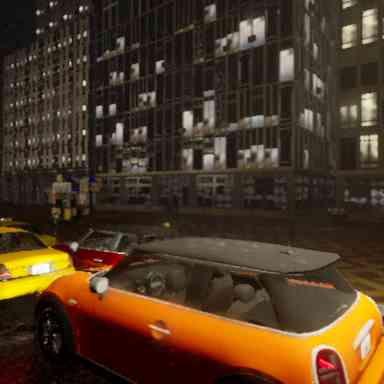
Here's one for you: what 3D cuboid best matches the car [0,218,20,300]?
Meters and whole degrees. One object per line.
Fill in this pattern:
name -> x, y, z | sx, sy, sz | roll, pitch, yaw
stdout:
car -> -5.027, 1.484, 8.037 | 5.366, 1.575, 1.801 | 0, 0, 36

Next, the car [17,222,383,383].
car -> -0.116, 1.380, 4.285 | 4.553, 1.767, 2.097 | 0, 0, 39

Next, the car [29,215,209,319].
car -> -1.858, 1.482, 7.945 | 4.097, 1.590, 1.967 | 0, 0, 36

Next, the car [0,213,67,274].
car -> -6.454, 1.566, 11.311 | 4.829, 1.417, 1.752 | 0, 0, 36
